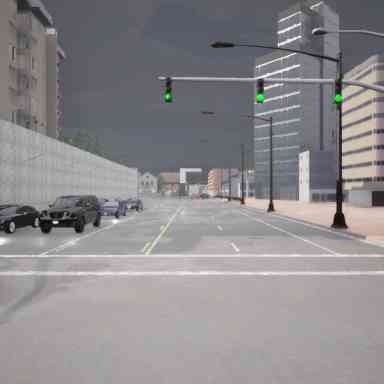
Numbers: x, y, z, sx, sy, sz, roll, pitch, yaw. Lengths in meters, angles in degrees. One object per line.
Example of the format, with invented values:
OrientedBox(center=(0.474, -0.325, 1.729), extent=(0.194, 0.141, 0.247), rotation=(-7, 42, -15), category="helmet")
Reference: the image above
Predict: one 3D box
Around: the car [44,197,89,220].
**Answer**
OrientedBox(center=(-10.611, 1.352, 28.499), extent=(2.097, 1.767, 4.553), rotation=(0, 0, 0), category="car")

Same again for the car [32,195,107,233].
OrientedBox(center=(-7.105, 1.221, 20.063), extent=(2.150, 2.045, 5.566), rotation=(0, 0, 0), category="car")

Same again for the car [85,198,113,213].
OrientedBox(center=(-10.609, 1.505, 38.317), extent=(1.837, 1.490, 4.892), rotation=(0, 0, 0), category="car")

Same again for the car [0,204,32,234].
OrientedBox(center=(-10.608, 1.505, 19.432), extent=(1.837, 1.490, 4.892), rotation=(0, 0, 0), category="car")

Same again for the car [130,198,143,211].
OrientedBox(center=(-7.107, 1.491, 40.046), extent=(2.128, 1.511, 4.902), rotation=(0, 0, 0), category="car")

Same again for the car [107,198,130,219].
OrientedBox(center=(-7.111, 1.526, 29.704), extent=(1.812, 1.442, 4.674), rotation=(0, 0, 0), category="car")

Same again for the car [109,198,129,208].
OrientedBox(center=(-10.576, 1.601, 48.377), extent=(1.895, 1.301, 4.718), rotation=(0, 0, 0), category="car")
